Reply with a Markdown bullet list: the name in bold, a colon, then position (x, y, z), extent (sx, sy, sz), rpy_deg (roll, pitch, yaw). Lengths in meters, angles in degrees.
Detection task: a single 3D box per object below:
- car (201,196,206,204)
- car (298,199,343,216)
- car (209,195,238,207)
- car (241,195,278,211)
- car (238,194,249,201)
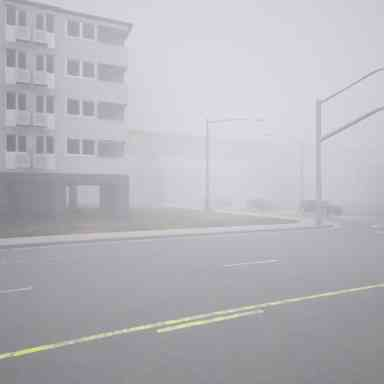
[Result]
- **car**: position (2.728, 1.505, 61.448), extent (1.837, 1.490, 4.892), rpy_deg (0, 0, 3)
- **car**: position (12.834, 1.505, 33.440), extent (1.837, 1.490, 4.892), rpy_deg (0, 0, -25)
- **car**: position (4.676, 1.505, 51.310), extent (1.837, 1.490, 4.892), rpy_deg (0, 0, -21)
- **car**: position (8.803, 1.491, 42.015), extent (2.128, 1.511, 4.902), rpy_deg (0, 0, -25)
- **car**: position (11.407, 1.540, 75.339), extent (2.033, 1.411, 5.357), rpy_deg (0, 0, 41)
